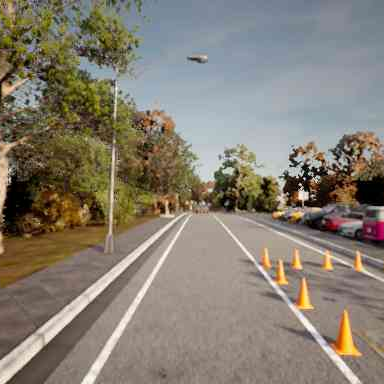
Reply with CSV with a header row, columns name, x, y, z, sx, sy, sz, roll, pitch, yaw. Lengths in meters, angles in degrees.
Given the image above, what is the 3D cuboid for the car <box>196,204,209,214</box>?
name,x,y,z,sx,sy,sz,roll,pitch,yaw
car,1.722,2.784,56.677,2.097,1.767,4.553,1,-3,1

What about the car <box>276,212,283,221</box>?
name,x,y,z,sx,sy,sz,roll,pitch,yaw
car,11.486,2.313,33.503,4.892,1.521,2.231,1,-1,1

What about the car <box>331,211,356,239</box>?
name,x,y,z,sx,sy,sz,roll,pitch,yaw
car,11.127,2.076,19.637,4.674,1.452,2.002,1,-1,1

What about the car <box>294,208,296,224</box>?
name,x,y,z,sx,sy,sz,roll,pitch,yaw
car,11.373,2.064,27.959,4.553,1.767,2.185,1,-1,1

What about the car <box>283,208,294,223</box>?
name,x,y,z,sx,sy,sz,roll,pitch,yaw
car,11.416,2.246,30.732,5.008,1.535,2.097,1,-1,1

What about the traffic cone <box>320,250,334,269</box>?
name,x,y,z,sx,sy,sz,roll,pitch,yaw
traffic cone,4.436,2.201,10.936,0.340,0.580,0.340,1,-1,2

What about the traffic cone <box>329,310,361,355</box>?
name,x,y,z,sx,sy,sz,roll,pitch,yaw
traffic cone,2.290,2.068,4.990,0.340,0.580,0.340,1,-1,1

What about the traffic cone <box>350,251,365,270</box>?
name,x,y,z,sx,sy,sz,roll,pitch,yaw
traffic cone,5.433,2.224,10.910,0.340,0.580,0.340,1,-1,2

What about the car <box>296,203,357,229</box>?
name,x,y,z,sx,sy,sz,roll,pitch,yaw
car,11.245,1.884,25.192,5.566,2.045,2.435,1,-1,1

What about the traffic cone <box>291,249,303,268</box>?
name,x,y,z,sx,sy,sz,roll,pitch,yaw
traffic cone,3.439,2.178,10.961,0.340,0.580,0.340,1,-1,2

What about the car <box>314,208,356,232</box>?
name,x,y,z,sx,sy,sz,roll,pitch,yaw
car,11.225,2.116,22.410,4.792,1.488,2.163,1,-1,2

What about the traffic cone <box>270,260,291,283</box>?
name,x,y,z,sx,sy,sz,roll,pitch,yaw
traffic cone,2.391,2.125,8.988,0.340,0.580,0.340,1,-1,1

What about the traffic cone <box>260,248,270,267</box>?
name,x,y,z,sx,sy,sz,roll,pitch,yaw
traffic cone,2.441,2.154,10.986,0.340,0.580,0.340,1,-1,1

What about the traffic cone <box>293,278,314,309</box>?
name,x,y,z,sx,sy,sz,roll,pitch,yaw
traffic cone,2.341,2.097,6.988,0.340,0.580,0.340,1,-1,1

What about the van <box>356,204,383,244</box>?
name,x,y,z,sx,sy,sz,roll,pitch,yaw
van,11.176,1.763,16.864,4.442,1.987,1.878,1,-1,1

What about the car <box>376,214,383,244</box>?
name,x,y,z,sx,sy,sz,roll,pitch,yaw
car,10.988,1.935,14.087,5.008,1.535,2.097,1,-1,1

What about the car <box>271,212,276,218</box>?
name,x,y,z,sx,sy,sz,roll,pitch,yaw
car,11.365,2.378,36.275,5.366,1.575,1.946,1,-1,1
